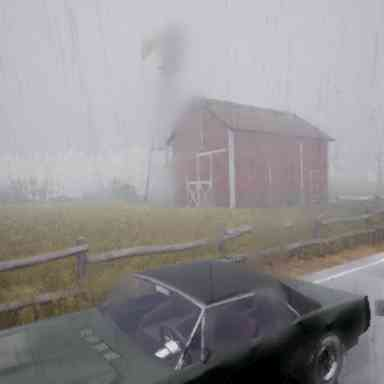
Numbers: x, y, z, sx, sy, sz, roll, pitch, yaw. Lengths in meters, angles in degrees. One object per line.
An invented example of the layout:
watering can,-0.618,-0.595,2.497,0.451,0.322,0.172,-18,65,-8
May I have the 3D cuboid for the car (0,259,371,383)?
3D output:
car,-0.176,1.549,3.489,4.718,1.301,1.895,-2,1,-36
